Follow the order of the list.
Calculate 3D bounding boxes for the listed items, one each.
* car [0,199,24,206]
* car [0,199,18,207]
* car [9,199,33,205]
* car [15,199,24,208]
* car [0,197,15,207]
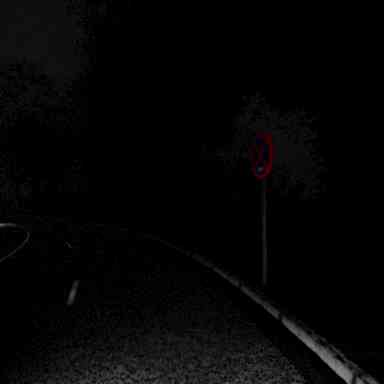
[{"bbox_3d":[-39.791,2.284,72.906,5.008,1.535,2.097,-1,0,-6],"label":"car"},{"bbox_3d":[-39.491,2.306,70.094,4.674,1.452,2.002,-1,0,-6],"label":"car"},{"bbox_3d":[-40.380,2.354,78.525,4.674,1.452,2.002,-1,0,-6],"label":"car"},{"bbox_3d":[-31.010,2.187,62.769,1.812,1.442,4.674,-1,0,-6],"label":"car"},{"bbox_3d":[-39.224,1.997,67.283,5.566,2.045,2.435,-1,0,-6],"label":"car"}]
